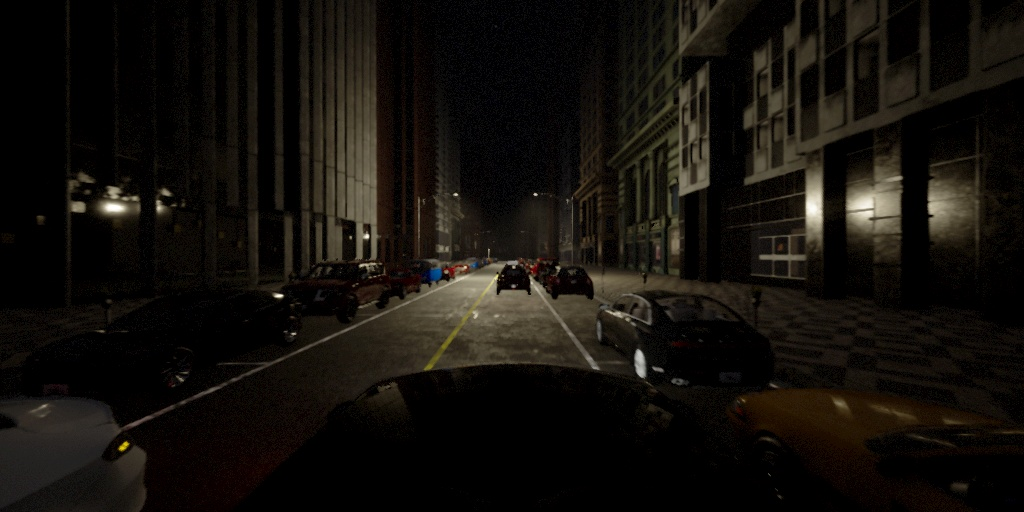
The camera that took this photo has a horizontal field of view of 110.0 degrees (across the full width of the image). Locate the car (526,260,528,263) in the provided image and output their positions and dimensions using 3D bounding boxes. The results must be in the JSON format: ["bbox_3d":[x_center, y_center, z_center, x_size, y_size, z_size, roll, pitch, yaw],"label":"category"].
[{"bbox_3d":[2.761,1.344,40.538,1.948,1.339,4.313,0,0,0],"label":"car"}]

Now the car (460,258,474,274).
[{"bbox_3d":[-5.764,1.231,40.528,1.967,1.591,4.097,0,0,0],"label":"car"}]

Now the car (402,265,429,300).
[{"bbox_3d":[-5.761,1.317,17.981,1.888,1.381,4.507,0,0,0],"label":"car"}]

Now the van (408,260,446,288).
[{"bbox_3d":[-5.762,1.118,23.618,1.690,1.789,3.998,0,0,0],"label":"van"}]

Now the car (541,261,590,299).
[{"bbox_3d":[2.764,1.199,17.992,1.967,1.591,4.097,0,0,0],"label":"car"}]

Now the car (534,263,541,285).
[{"bbox_3d":[2.763,1.330,23.628,1.948,1.339,4.313,0,0,0],"label":"car"}]

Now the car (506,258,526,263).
[{"bbox_3d":[0.090,1.272,37.843,2.128,1.511,4.902,0,0,0],"label":"car"}]

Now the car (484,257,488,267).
[{"bbox_3d":[-5.766,1.364,63.074,2.007,1.370,4.403,0,0,0],"label":"car"}]

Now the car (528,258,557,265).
[{"bbox_3d":[2.763,1.084,29.265,2.192,1.841,5.009,0,0,0],"label":"car"}]

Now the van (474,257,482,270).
[{"bbox_3d":[-5.765,1.142,51.801,1.690,1.789,3.998,0,0,0],"label":"van"}]

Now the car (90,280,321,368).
[{"bbox_3d":[-5.760,1.329,6.708,1.948,1.339,4.313,0,0,0],"label":"car"}]

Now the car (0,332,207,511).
[{"bbox_3d":[-3.098,1.279,0.222,1.812,1.442,4.674,0,0,0],"label":"car"}]

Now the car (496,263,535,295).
[{"bbox_3d":[0.086,1.290,19.997,1.812,1.442,4.674,0,0,0],"label":"car"}]

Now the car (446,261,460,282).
[{"bbox_3d":[-5.763,1.222,29.255,1.967,1.591,4.097,0,0,0],"label":"car"}]

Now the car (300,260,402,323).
[{"bbox_3d":[-5.761,1.082,12.344,2.192,1.841,5.009,0,0,0],"label":"car"}]

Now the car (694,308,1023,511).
[{"bbox_3d":[2.766,1.271,1.253,1.751,1.417,4.829,0,0,0],"label":"car"}]

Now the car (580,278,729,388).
[{"bbox_3d":[2.765,1.300,6.720,2.007,1.370,4.403,0,0,0],"label":"car"}]

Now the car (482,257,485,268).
[{"bbox_3d":[-5.766,1.332,57.268,1.751,1.417,4.829,0,0,0],"label":"car"}]
